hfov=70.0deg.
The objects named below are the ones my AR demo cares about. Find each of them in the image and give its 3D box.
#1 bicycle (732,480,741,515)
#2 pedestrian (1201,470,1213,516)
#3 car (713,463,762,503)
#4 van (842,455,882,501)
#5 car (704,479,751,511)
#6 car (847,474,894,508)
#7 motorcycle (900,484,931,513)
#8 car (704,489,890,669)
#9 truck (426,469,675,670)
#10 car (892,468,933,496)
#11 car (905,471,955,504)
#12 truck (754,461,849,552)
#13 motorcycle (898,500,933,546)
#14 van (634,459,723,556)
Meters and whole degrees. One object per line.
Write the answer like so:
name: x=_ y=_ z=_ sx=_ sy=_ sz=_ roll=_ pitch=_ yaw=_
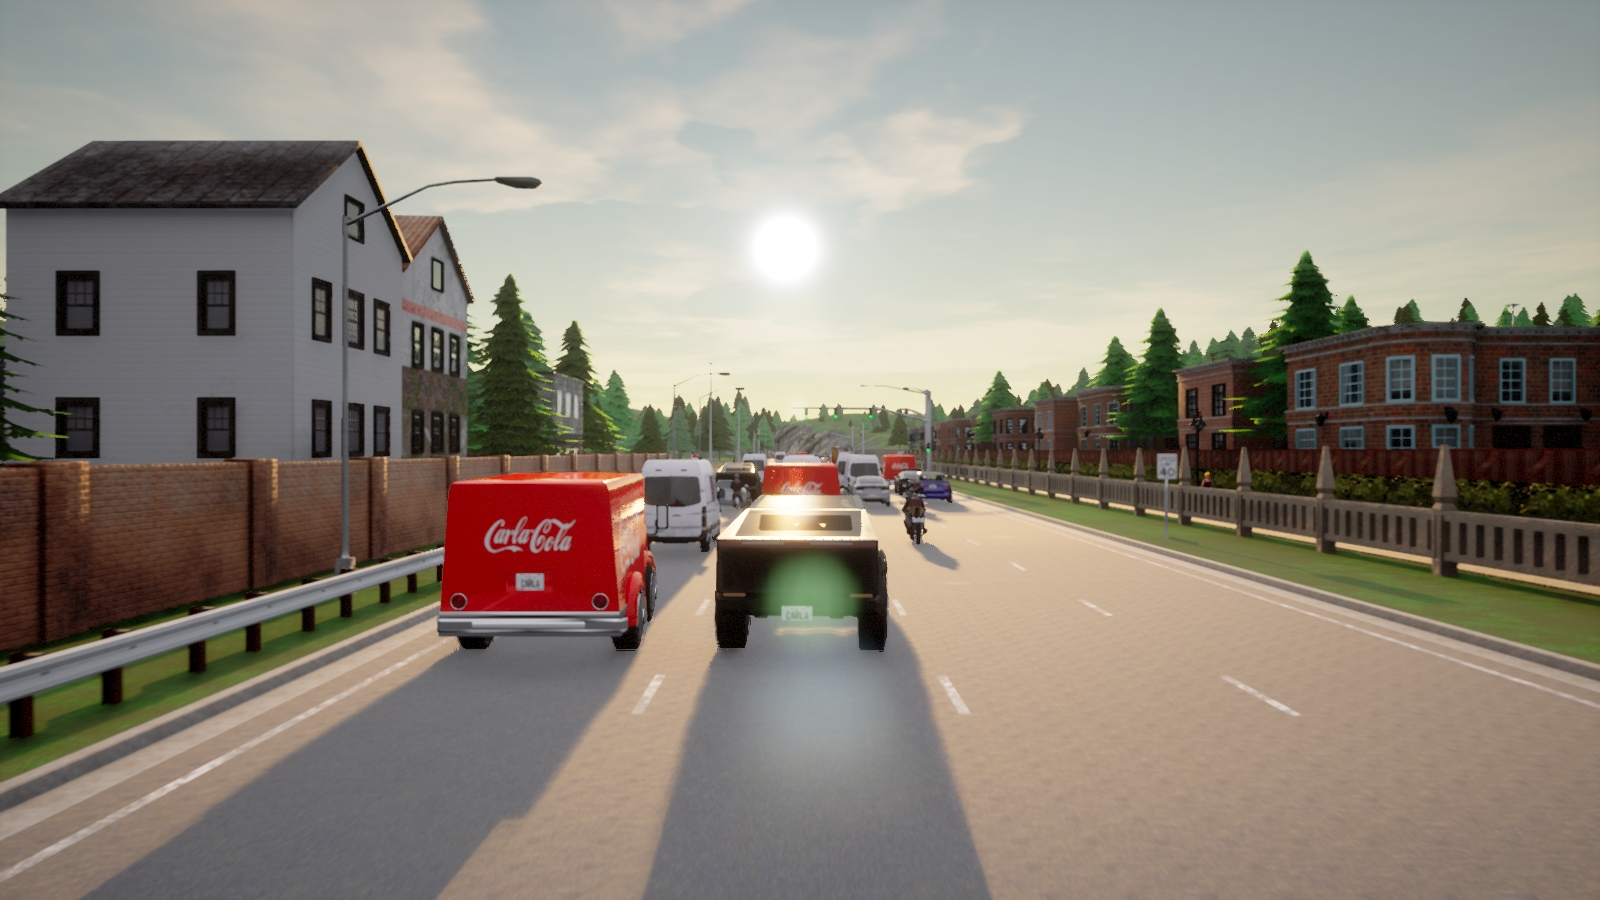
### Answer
bicycle: x=-2.817 y=2.088 z=50.650 sx=0.329 sy=1.471 sz=1.835 roll=0 pitch=0 yaw=-5
pedestrian: x=16.454 y=1.727 z=46.182 sx=0.375 sy=1.860 sz=0.375 roll=0 pitch=0 yaw=0
car: x=-3.425 y=1.789 z=64.032 sx=2.390 sy=2.098 sz=6.274 roll=0 pitch=0 yaw=0
van: x=3.613 y=1.572 z=67.319 sx=1.988 sy=2.561 sz=5.915 roll=0 pitch=0 yaw=0
car: x=-3.490 y=2.150 z=55.677 sx=1.994 sy=1.385 sz=4.181 roll=0 pitch=0 yaw=0
car: x=3.569 y=2.067 z=58.649 sx=2.097 sy=1.535 sz=5.006 roll=0 pitch=0 yaw=0
motorcycle: x=5.356 y=2.234 z=53.072 sx=0.867 sy=1.251 sz=2.209 roll=0 pitch=0 yaw=-10
car: x=0.139 y=1.764 z=17.856 sx=2.390 sy=2.098 sz=6.274 roll=0 pitch=0 yaw=3
truck: x=-3.480 y=1.582 z=17.261 sx=2.627 sy=2.467 sz=5.204 roll=0 pitch=0 yaw=0
car: x=7.085 y=2.022 z=72.699 sx=2.097 sy=1.638 sz=5.238 roll=0 pitch=0 yaw=0
car: x=7.071 y=2.002 z=62.780 sx=2.242 sy=1.667 sz=4.611 roll=0 pitch=0 yaw=0
truck: x=0.038 y=1.590 z=34.262 sx=2.627 sy=2.467 sz=5.204 roll=0 pitch=0 yaw=0
motorcycle: x=3.549 y=2.225 z=35.258 sx=0.867 sy=1.251 sz=2.209 roll=0 pitch=0 yaw=0
van: x=-3.466 y=1.553 z=33.591 sx=1.988 sy=2.561 sz=5.915 roll=0 pitch=0 yaw=0
